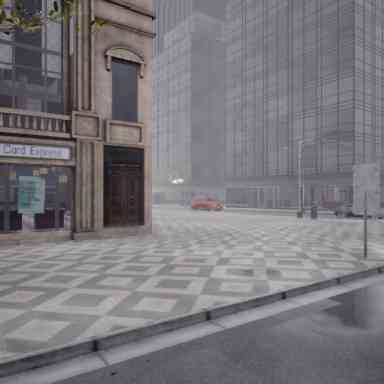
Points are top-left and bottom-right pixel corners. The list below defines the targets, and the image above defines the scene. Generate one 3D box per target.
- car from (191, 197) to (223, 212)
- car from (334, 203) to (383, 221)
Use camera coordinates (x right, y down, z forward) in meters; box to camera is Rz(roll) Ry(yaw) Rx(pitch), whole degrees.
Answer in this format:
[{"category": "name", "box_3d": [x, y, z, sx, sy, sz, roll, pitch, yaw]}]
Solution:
[{"category": "car", "box_3d": [2.002, 1.783, 47.064, 2.150, 2.045, 5.566, 0, -1, -35]}, {"category": "car", "box_3d": [14.848, 1.711, 28.854, 2.128, 1.511, 4.902, 0, -1, -35]}]
